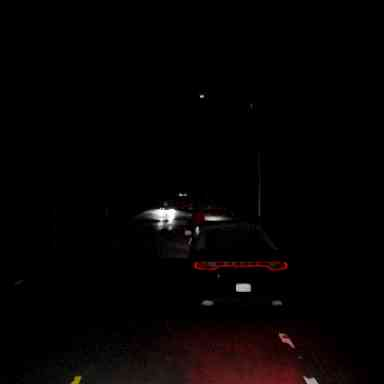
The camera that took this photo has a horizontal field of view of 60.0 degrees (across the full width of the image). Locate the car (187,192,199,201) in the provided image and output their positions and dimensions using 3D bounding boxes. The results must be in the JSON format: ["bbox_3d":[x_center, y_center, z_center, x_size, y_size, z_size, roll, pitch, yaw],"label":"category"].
[{"bbox_3d":[0.140,0.766,58.930,2.033,1.411,5.357,0,1,0],"label":"car"}]

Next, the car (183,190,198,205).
[{"bbox_3d":[0.125,0.913,45.633,1.882,1.535,5.008,0,1,1],"label":"car"}]

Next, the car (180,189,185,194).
[{"bbox_3d":[-2.523,-0.128,95.287,1.994,1.385,4.181,0,2,0],"label":"car"}]

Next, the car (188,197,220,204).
[{"bbox_3d":[0.867,1.258,17.895,1.882,1.535,5.008,0,1,0],"label":"car"}]

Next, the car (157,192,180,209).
[{"bbox_3d":[-2.758,1.034,37.239,2.128,1.511,4.902,0,1,0],"label":"car"}]

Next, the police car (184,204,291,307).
[{"bbox_3d":[0.843,1.326,8.001,1.930,1.638,5.238,0,1,0],"label":"police car"}]

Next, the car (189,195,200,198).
[{"bbox_3d":[0.881,1.212,23.896,1.837,1.490,4.892,0,1,0],"label":"car"}]
